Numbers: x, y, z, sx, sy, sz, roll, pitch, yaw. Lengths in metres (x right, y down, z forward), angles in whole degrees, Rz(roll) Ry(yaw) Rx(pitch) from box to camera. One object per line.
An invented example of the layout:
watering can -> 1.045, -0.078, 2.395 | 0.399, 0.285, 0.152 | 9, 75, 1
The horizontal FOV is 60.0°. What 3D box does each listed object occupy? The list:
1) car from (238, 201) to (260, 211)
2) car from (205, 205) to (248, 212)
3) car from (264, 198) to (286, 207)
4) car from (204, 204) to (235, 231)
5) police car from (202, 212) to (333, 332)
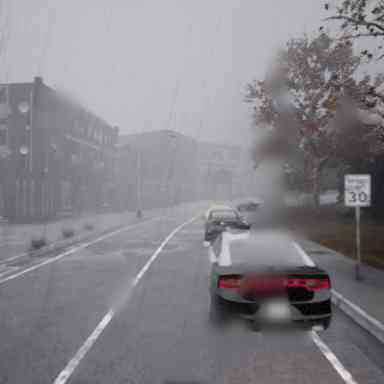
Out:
car -> 7.693, 1.855, 45.179 | 1.895, 1.301, 4.718 | -1, 0, 30
car -> 1.562, 1.644, 17.100 | 1.837, 1.490, 4.892 | 0, 0, 2
car -> 13.590, 1.674, 54.178 | 1.837, 1.490, 4.892 | -1, 0, 42
car -> 1.942, 1.662, 22.938 | 1.882, 1.535, 5.008 | 0, 0, 5
police car -> 1.283, 1.482, 7.259 | 1.930, 1.638, 5.238 | 0, 0, 1
